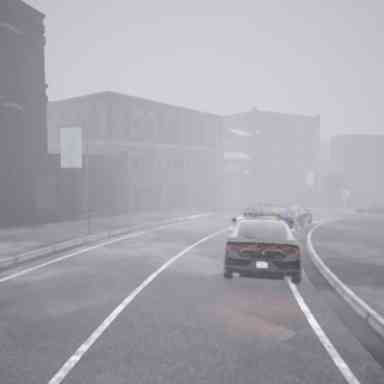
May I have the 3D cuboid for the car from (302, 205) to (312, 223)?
[{"bbox_3d":[7.388,1.606,23.958,1.812,1.442,4.674,3,1,30],"label":"car"}]

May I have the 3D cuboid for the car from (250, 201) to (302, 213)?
[{"bbox_3d":[4.869,1.510,18.865,1.882,1.535,5.008,2,0,23],"label":"car"}]

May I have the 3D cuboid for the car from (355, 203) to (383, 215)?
[{"bbox_3d":[22.474,2.095,41.193,5.357,1.411,2.033,2,3,-32],"label":"car"}]

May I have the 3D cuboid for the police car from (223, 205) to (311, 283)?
[{"bbox_3d":[2.075,1.423,9.933,1.930,1.638,5.238,1,0,12],"label":"police car"}]

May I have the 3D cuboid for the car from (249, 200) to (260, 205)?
[{"bbox_3d":[6.194,1.487,30.296,1.994,1.385,4.181,3,1,36],"label":"car"}]
